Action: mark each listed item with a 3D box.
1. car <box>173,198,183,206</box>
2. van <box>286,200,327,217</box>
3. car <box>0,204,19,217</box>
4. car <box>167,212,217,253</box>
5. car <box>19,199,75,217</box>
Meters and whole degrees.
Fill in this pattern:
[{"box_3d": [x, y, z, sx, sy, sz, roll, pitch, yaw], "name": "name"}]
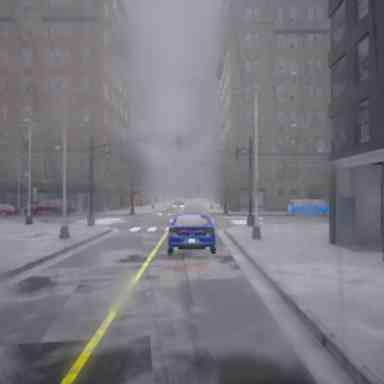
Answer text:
[{"box_3d": [-3.017, 2.117, 73.677, 2.097, 1.767, 4.553, 0, -1, 0], "name": "car"}, {"box_3d": [12.046, 1.704, 34.862, 3.998, 1.788, 1.690, 0, -1, 0], "name": "van"}, {"box_3d": [-20.424, 1.920, 35.067, 4.206, 1.307, 1.802, 0, -1, 0], "name": "car"}, {"box_3d": [0.003, 1.619, 14.475, 1.882, 1.535, 5.008, 0, 0, 0], "name": "car"}, {"box_3d": [-14.901, 1.657, 35.034, 5.009, 1.841, 2.192, 0, -1, 0], "name": "car"}]
